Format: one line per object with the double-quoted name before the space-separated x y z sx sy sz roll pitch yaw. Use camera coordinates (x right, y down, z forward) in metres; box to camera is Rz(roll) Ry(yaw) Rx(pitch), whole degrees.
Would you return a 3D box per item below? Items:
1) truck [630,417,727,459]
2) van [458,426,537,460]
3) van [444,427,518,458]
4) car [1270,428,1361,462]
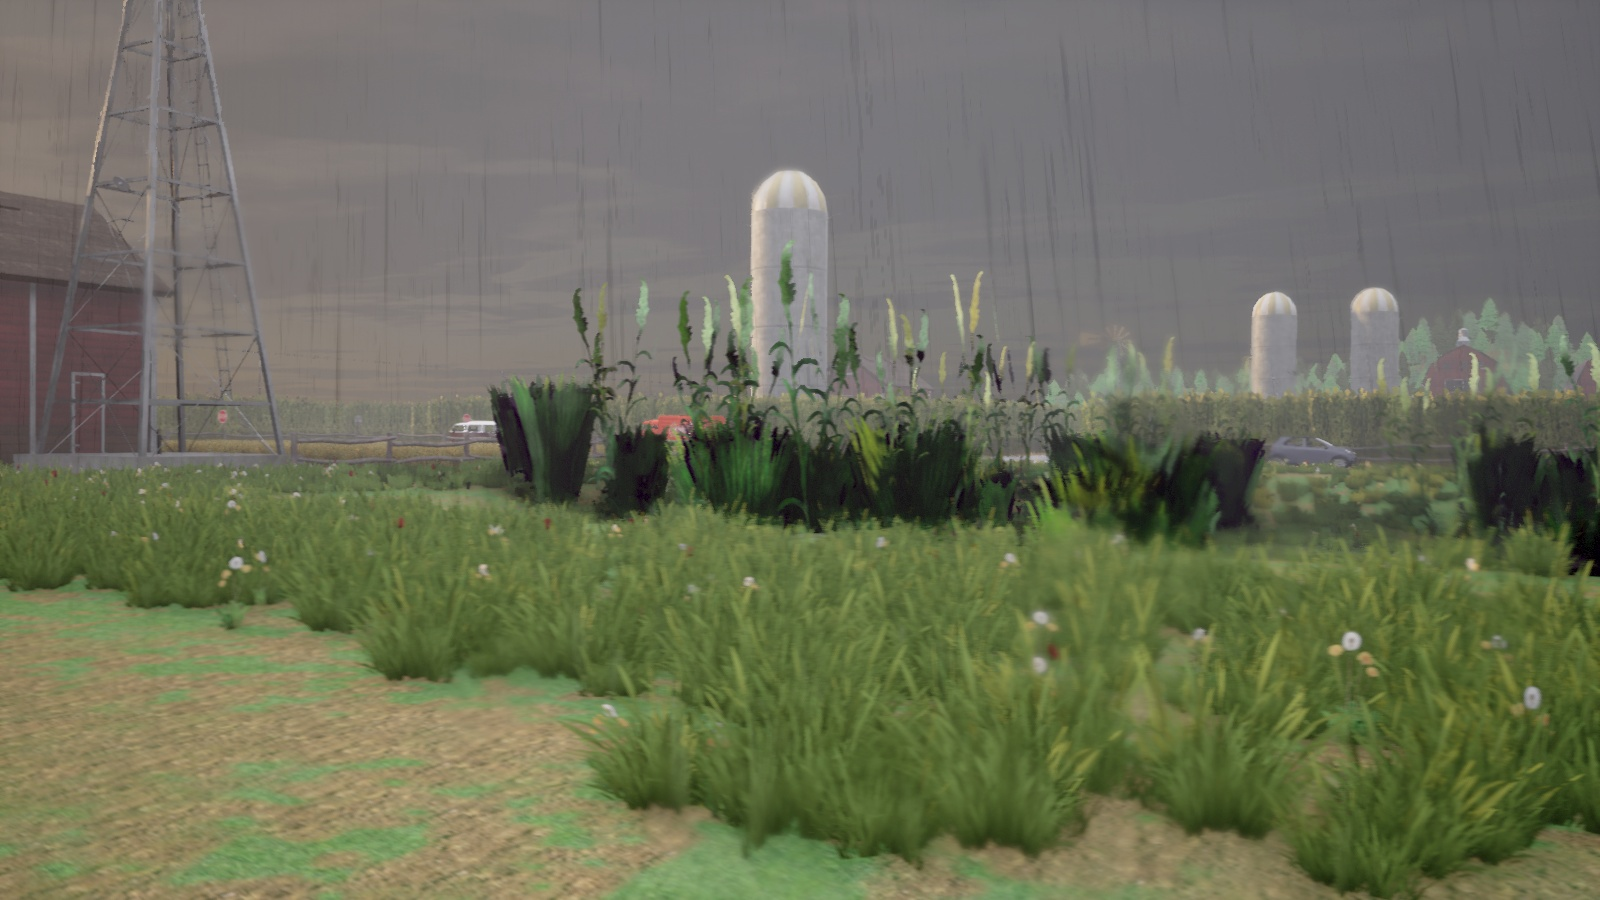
"truck" -7.350 -0.732 75.901 5.204 2.467 2.627 0 1 28
"van" -18.916 -0.452 78.496 4.480 2.038 2.069 0 1 28
"van" -21.118 -0.496 83.159 4.480 2.038 2.069 0 1 28
"car" 23.134 -0.238 56.347 3.633 1.501 1.845 0 1 28
